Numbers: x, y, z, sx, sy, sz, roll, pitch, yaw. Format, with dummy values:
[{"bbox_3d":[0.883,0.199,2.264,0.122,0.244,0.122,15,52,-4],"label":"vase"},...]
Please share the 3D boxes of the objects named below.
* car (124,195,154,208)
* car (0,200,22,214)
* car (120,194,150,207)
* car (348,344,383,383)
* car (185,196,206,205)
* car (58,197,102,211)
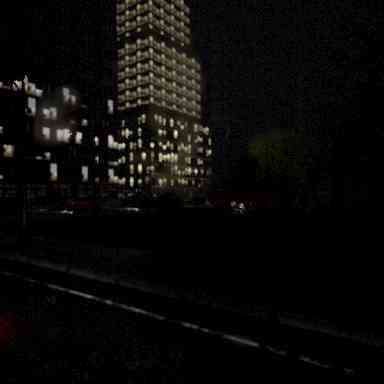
[{"bbox_3d":[-7.189,1.576,48.791,1.812,1.442,4.674,-1,-1,37],"label":"car"},{"bbox_3d":[-18.980,1.591,33.177,1.994,1.385,4.181,-1,-1,37],"label":"car"},{"bbox_3d":[-8.689,1.319,52.200,2.150,2.045,5.566,-1,-1,38],"label":"car"},{"bbox_3d":[3.274,1.493,1.353,4.902,1.511,2.128,0,0,35],"label":"car"},{"bbox_3d":[0.449,1.540,58.804,1.882,1.535,5.008,-1,-1,37],"label":"car"},{"bbox_3d":[-13.373,1.391,40.612,2.097,1.767,4.553,-1,-1,37],"label":"car"}]
